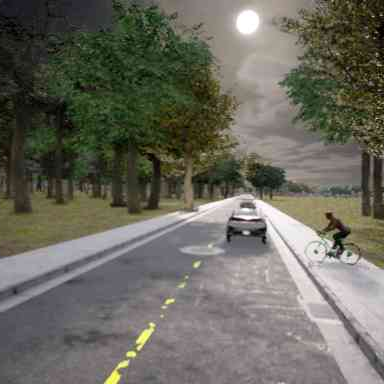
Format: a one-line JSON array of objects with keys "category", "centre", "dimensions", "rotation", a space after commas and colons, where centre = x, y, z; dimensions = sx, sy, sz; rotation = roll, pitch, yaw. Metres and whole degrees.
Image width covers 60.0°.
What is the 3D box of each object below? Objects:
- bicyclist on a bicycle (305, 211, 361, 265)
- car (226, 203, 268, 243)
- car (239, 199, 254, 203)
[{"category": "bicyclist on a bicycle", "centre": [4.335, 1.415, 10.217], "dimensions": [1.656, 1.620, 0.582], "rotation": [3, 0, 10]}, {"category": "car", "centre": [2.754, 1.551, 16.713], "dimensions": [2.128, 1.511, 4.902], "rotation": [2, 0, 10]}, {"category": "car", "centre": [6.650, 1.666, 39.763], "dimensions": [1.837, 1.490, 4.892], "rotation": [2, 0, 10]}]
